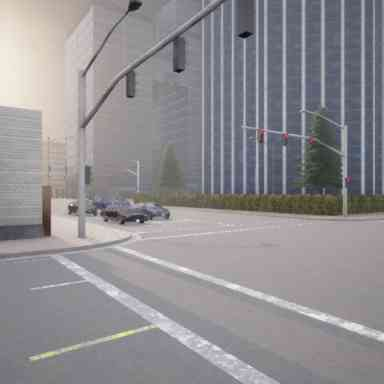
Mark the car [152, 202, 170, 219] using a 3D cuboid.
[{"bbox_3d":[-3.705,1.581,29.051,1.812,1.442,4.674,0,0,-36],"label":"car"}]

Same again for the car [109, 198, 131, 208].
[{"bbox_3d":[-11.270,1.619,51.878,1.994,1.385,4.181,0,0,-36],"label":"car"}]

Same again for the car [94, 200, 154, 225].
[{"bbox_3d":[-5.299,1.603,25.237,2.033,1.411,5.357,0,0,-36],"label":"car"}]

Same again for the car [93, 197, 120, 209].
[{"bbox_3d":[-12.198,1.547,47.172,2.128,1.511,4.902,0,0,-36],"label":"car"}]

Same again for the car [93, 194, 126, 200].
[{"bbox_3d":[-9.368,1.277,36.922,2.150,2.045,5.566,0,0,-36],"label":"car"}]

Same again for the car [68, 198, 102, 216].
[{"bbox_3d":[-10.970,1.560,33.146,1.837,1.490,4.892,0,0,-36],"label":"car"}]
